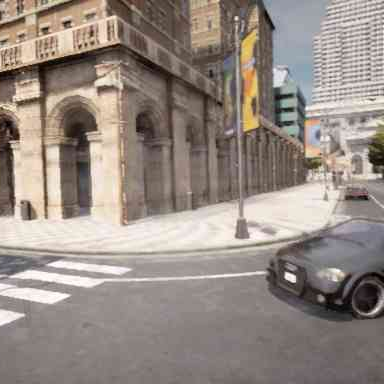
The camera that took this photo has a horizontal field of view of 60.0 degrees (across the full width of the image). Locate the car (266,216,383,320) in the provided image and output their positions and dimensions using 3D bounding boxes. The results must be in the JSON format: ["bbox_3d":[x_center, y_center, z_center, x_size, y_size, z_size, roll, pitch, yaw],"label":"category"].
[{"bbox_3d":[3.551,1.199,6.405,4.181,1.385,1.994,-2,3,-20],"label":"car"}]

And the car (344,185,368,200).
[{"bbox_3d":[14.766,-0.005,30.081,1.895,1.301,4.718,-1,2,25],"label":"car"}]
